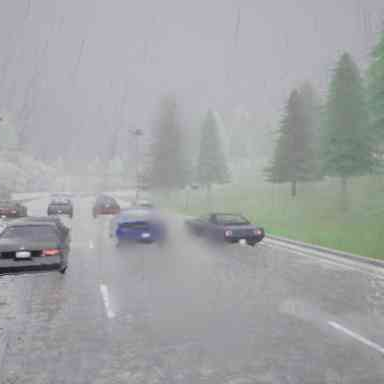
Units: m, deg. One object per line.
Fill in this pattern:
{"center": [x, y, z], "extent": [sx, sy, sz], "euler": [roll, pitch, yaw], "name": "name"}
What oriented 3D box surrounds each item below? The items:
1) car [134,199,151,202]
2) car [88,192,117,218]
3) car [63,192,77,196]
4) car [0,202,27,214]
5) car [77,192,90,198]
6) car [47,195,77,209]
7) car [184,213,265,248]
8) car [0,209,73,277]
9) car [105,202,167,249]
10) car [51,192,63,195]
{"center": [-4.644, 1.349, 30.971], "extent": [1.812, 1.442, 4.674], "euler": [0, 0, -19], "name": "car"}
{"center": [-7.515, 1.166, 28.580], "extent": [2.097, 1.767, 4.553], "euler": [0, 0, -19], "name": "car"}
{"center": [-32.466, 0.909, 88.381], "extent": [1.994, 1.385, 4.181], "euler": [0, 0, -17], "name": "car"}
{"center": [-13.737, 1.389, 25.167], "extent": [1.895, 1.301, 4.718], "euler": [0, 0, -19], "name": "car"}
{"center": [-28.851, 0.922, 88.610], "extent": [2.033, 1.411, 5.357], "euler": [0, 0, -17], "name": "car"}
{"center": [-10.917, 1.288, 27.706], "extent": [2.128, 1.511, 4.902], "euler": [0, 0, -19], "name": "car"}
{"center": [1.159, 1.541, 14.533], "extent": [1.895, 1.301, 4.718], "euler": [0, 0, -19], "name": "car"}
{"center": [-4.693, 1.469, 10.036], "extent": [2.033, 1.411, 5.357], "euler": [0, 0, -19], "name": "car"}
{"center": [-2.470, 1.394, 14.314], "extent": [1.882, 1.535, 5.008], "euler": [0, 0, -19], "name": "car"}
{"center": [-35.660, 0.819, 86.903], "extent": [1.882, 1.535, 5.008], "euler": [0, 0, -17], "name": "car"}
